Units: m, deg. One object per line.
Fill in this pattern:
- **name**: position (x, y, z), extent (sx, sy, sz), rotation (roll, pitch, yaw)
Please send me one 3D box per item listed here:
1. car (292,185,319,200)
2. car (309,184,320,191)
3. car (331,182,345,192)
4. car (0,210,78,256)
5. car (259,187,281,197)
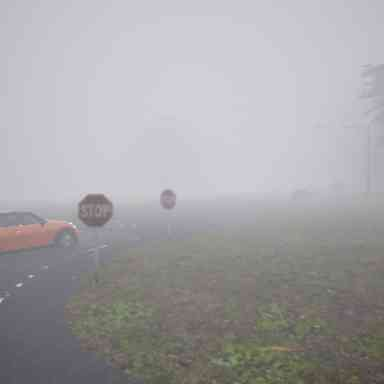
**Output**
- **car**: position (14.192, 0.228, 42.162), extent (1.837, 1.490, 4.892), rotation (1, 3, 35)
- **car**: position (25.166, -0.961, 69.528), extent (2.097, 1.767, 4.553), rotation (1, 2, 36)
- **car**: position (28.860, -1.019, 65.865), extent (2.150, 2.045, 5.566), rotation (0, 2, 28)
- **car**: position (-6.749, 1.473, 12.880), extent (2.097, 1.767, 4.553), rotation (1, 2, 36)
- **car**: position (12.006, -0.045, 51.130), extent (1.882, 1.535, 5.008), rotation (1, 4, 36)
